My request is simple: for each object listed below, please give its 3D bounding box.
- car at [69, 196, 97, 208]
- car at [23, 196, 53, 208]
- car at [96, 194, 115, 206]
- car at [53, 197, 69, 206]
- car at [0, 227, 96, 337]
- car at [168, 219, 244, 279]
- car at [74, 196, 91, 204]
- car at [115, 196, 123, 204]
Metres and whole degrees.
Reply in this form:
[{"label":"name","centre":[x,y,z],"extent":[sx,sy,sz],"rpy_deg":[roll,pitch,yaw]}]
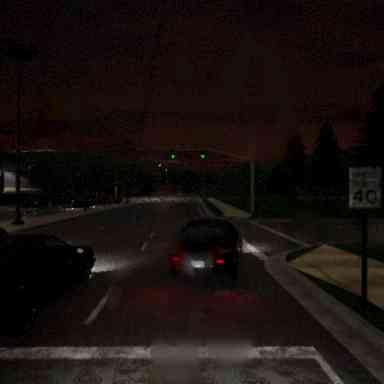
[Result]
[{"label":"car","centre":[-15.699,1.624,48.140],"extent":[1.994,1.385,4.181],"rpy_deg":[0,0,1]},{"label":"car","centre":[-22.680,1.415,48.570],"extent":[2.097,1.767,4.553],"rpy_deg":[0,0,1]},{"label":"car","centre":[-15.523,1.292,57.438],"extent":[2.150,2.045,5.566],"rpy_deg":[0,0,1]},{"label":"car","centre":[-22.516,1.621,58.022],"extent":[2.033,1.411,5.357],"rpy_deg":[0,0,1]},{"label":"car","centre":[-3.490,1.556,6.574],"extent":[2.033,1.411,5.357],"rpy_deg":[0,0,0]},{"label":"car","centre":[0.555,1.537,10.121],"extent":[1.812,1.442,4.674],"rpy_deg":[0,0,10]},{"label":"car","centre":[-22.392,1.563,68.187],"extent":[1.882,1.535,5.008],"rpy_deg":[0,0,1]},{"label":"car","centre":[-15.396,1.608,67.789],"extent":[2.128,1.511,4.902],"rpy_deg":[0,0,1]}]
